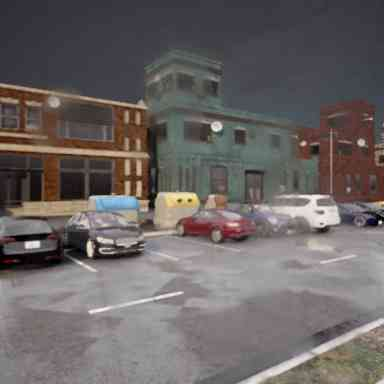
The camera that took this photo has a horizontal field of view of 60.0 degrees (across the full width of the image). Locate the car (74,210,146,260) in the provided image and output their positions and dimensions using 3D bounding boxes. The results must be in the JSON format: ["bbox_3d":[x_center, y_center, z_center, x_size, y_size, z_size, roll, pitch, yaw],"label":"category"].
[{"bbox_3d":[-3.487,1.474,12.716,2.231,1.521,4.892,0,0,-35],"label":"car"}]

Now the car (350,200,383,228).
[{"bbox_3d":[10.231,1.469,22.414,2.163,1.488,4.792,0,0,-35],"label":"car"}]

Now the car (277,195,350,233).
[{"bbox_3d":[5.664,1.195,19.241,2.435,2.045,5.566,0,0,-35],"label":"car"}]

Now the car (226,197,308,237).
[{"bbox_3d":[3.369,1.326,17.615,2.185,1.767,4.553,0,0,-35],"label":"car"}]

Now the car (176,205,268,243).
[{"bbox_3d":[1.049,1.498,15.925,2.002,1.452,4.674,0,0,-35],"label":"car"}]

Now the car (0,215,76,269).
[{"bbox_3d":[-5.766,1.511,11.125,2.163,1.488,4.792,0,0,-35],"label":"car"}]
